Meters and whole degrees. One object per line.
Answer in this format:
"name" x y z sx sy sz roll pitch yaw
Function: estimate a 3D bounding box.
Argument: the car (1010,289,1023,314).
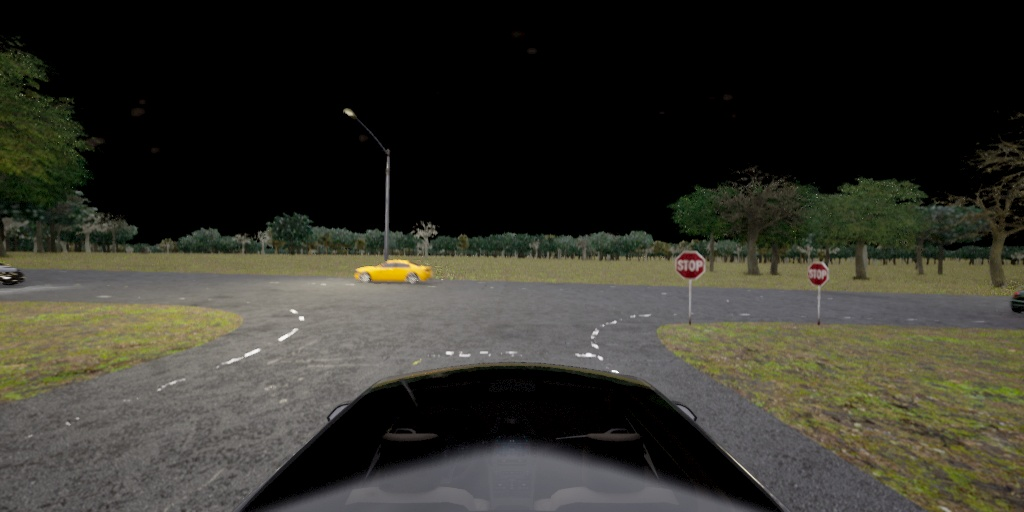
"car" 26.895 2.058 16.887 4.553 1.767 2.097 2 1 0

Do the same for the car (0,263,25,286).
"car" -26.256 0.711 16.926 4.892 1.490 1.837 2 1 0

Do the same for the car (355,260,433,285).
"car" -7.803 1.032 23.940 5.008 1.535 1.882 1 1 0
